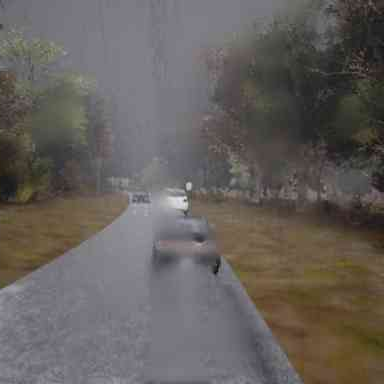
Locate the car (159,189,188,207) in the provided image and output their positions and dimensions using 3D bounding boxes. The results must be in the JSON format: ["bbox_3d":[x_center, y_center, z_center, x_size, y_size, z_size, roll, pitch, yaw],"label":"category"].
[{"bbox_3d":[-1.638,0.753,29.202,2.150,2.045,5.566,1,2,-7],"label":"car"}]

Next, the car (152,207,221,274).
[{"bbox_3d":[-0.211,1.483,10.646,2.128,1.511,4.902,1,1,-2],"label":"car"}]

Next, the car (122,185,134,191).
[{"bbox_3d":[-14.989,-0.957,77.763,2.128,1.511,4.902,2,1,-18],"label":"car"}]

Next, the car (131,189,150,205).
[{"bbox_3d":[-5.856,0.662,38.351,1.994,1.385,4.181,2,2,-9],"label":"car"}]
